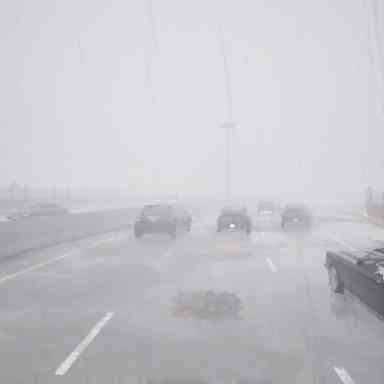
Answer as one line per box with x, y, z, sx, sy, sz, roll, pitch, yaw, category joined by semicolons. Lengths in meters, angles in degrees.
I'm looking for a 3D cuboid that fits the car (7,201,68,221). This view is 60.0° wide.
-10.911;1.450;23.861;1.837;1.490;4.892;0;0;14;car

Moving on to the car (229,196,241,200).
8.245;1.560;64.617;1.812;1.442;4.674;0;0;32;car

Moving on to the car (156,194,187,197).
-2.920;1.198;37.245;2.150;2.045;5.566;0;0;23;car

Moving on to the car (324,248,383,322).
3.933;1.617;5.804;1.895;1.301;4.718;0;0;4;car

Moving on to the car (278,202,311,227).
7.182;1.530;23.210;1.837;1.490;4.892;0;0;16;car

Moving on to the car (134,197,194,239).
-1.374;1.341;17.608;2.097;1.767;4.553;0;0;11;car

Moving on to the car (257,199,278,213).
8.570;1.533;36.815;1.837;1.490;4.892;0;0;24;car

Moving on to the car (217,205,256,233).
2.635;1.511;19.687;1.837;1.490;4.892;0;0;13;car
